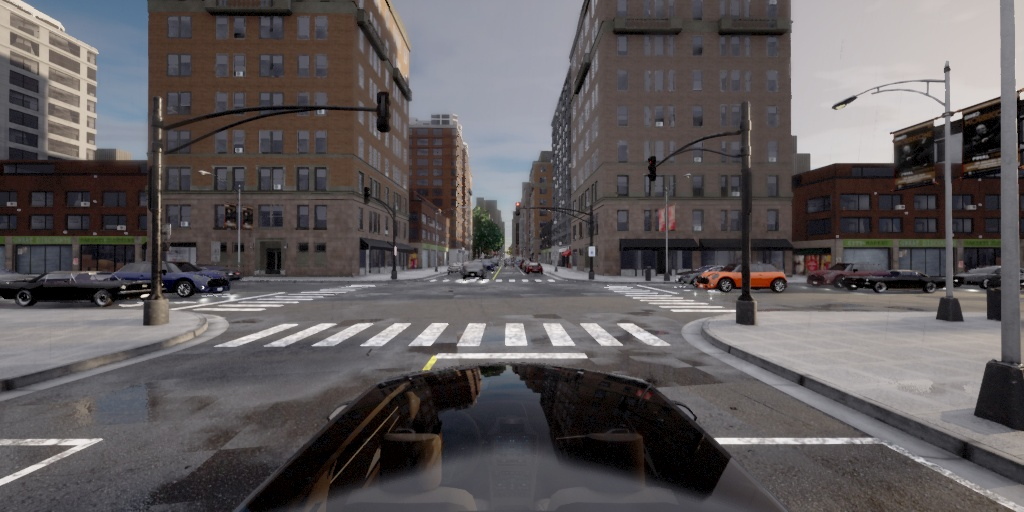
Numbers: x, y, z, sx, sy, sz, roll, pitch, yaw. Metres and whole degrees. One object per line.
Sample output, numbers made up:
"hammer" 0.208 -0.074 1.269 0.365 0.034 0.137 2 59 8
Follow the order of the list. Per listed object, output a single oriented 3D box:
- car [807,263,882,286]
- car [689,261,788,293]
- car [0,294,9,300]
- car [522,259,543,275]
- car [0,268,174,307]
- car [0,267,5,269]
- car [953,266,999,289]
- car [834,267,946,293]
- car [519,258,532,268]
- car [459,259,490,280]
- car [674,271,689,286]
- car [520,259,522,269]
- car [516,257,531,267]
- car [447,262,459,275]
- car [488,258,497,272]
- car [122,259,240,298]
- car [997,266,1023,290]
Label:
"car" 22.871 1.249 24.424 4.553 1.767 2.097 0 0 -1
"car" 13.379 1.181 21.095 4.553 1.767 2.097 0 0 -1
"car" -5.855 1.190 1.406 1.967 1.591 4.097 0 0 0
"car" 2.438 1.324 39.865 1.888 1.381 4.507 0 0 -1
"car" -16.674 1.245 14.131 4.718 1.301 1.895 0 0 0
"car" -25.930 1.181 17.308 5.357 1.411 2.033 0 0 -1
"car" 32.755 1.447 24.500 4.892 1.490 1.837 0 0 0
"car" 22.365 1.470 21.170 4.718 1.301 1.895 0 0 -1
"car" 2.303 1.325 51.048 1.751 1.417 4.829 0 0 -1
"car" -3.230 1.273 31.527 1.837 1.490 4.892 0 0 -1
"car" 13.677 1.348 24.363 4.902 1.511 2.128 0 0 0
"car" 2.372 1.354 45.372 1.948 1.339 4.313 0 0 -1
"car" 2.239 1.127 56.385 2.192 1.841 5.009 0 0 -1
"car" -6.087 1.329 39.766 2.007 1.370 4.403 0 0 -1
"car" -3.422 1.144 47.525 2.097 1.767 4.553 0 0 -1
"car" -16.456 1.024 17.416 4.553 1.767 2.097 0 0 -1
"car" 32.304 1.478 21.247 4.181 1.385 1.994 0 0 -1
